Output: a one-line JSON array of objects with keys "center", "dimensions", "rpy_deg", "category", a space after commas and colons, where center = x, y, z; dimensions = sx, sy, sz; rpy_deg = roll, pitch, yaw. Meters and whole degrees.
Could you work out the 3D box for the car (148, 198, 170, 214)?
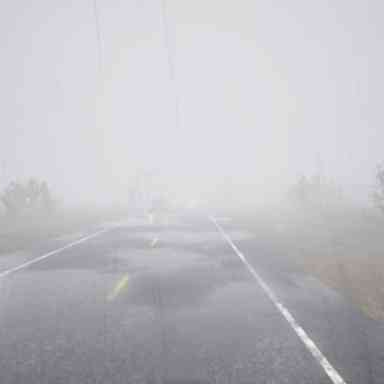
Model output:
[{"center": [-3.569, 1.451, 36.885], "dimensions": [2.097, 1.767, 4.553], "rpy_deg": [0, 0, 0], "category": "car"}]
